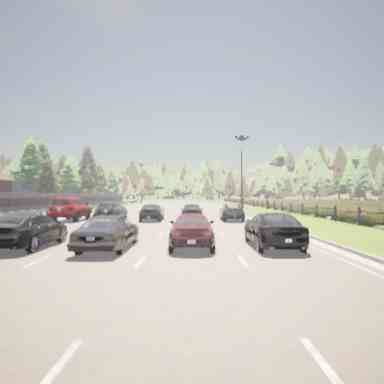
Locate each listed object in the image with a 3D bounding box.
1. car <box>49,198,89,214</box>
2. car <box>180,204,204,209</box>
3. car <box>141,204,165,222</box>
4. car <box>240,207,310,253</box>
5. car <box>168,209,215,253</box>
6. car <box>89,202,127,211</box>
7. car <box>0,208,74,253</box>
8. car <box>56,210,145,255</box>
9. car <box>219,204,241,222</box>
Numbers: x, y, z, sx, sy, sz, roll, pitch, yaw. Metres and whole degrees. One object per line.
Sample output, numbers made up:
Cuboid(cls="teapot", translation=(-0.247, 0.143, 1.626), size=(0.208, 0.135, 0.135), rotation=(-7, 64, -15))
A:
Cuboid(cls="car", translation=(-10.508, 1.501, 29.014), size=(2.150, 2.045, 5.566), rotation=(0, 0, 0))
Cuboid(cls="car", translation=(-0.005, 1.795, 29.301), size=(1.837, 1.490, 4.892), rotation=(0, 0, 0))
Cuboid(cls="car", translation=(-3.505, 1.795, 29.300), size=(1.837, 1.490, 4.892), rotation=(0, 0, 0))
Cuboid(cls="car", translation=(3.501, 1.620, 14.483), size=(1.882, 1.535, 5.008), rotation=(0, 0, 0))
Cuboid(cls="car", translation=(0.000, 1.667, 14.374), size=(1.812, 1.442, 4.674), rotation=(0, 0, 0))
Cuboid(cls="car", translation=(-7.007, 1.635, 29.077), size=(2.097, 1.767, 4.553), rotation=(0, -1, 0))
Cuboid(cls="car", translation=(-7.001, 1.648, 14.285), size=(1.837, 1.490, 4.892), rotation=(0, 0, 0))
Cuboid(cls="car", translation=(-3.503, 1.685, 13.981), size=(2.033, 1.411, 5.357), rotation=(0, -1, 0))
Cuboid(cls="car", translation=(3.495, 1.780, 29.291), size=(2.128, 1.511, 4.902), rotation=(0, 0, 0))
